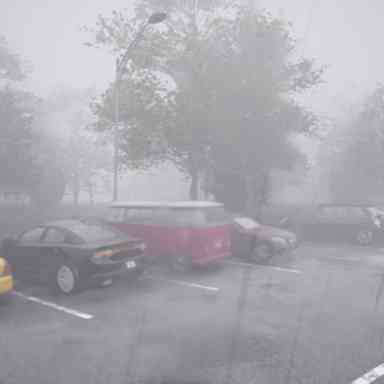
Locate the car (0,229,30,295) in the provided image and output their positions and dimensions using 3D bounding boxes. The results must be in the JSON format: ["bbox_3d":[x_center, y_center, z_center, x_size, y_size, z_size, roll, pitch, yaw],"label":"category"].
[{"bbox_3d":[-5.957,1.482,7.161,5.366,1.575,1.946,-1,-1,34],"label":"car"}]

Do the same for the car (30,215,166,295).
[{"bbox_3d":[-3.376,1.485,8.766,5.008,1.535,2.097,-1,-1,35],"label":"car"}]

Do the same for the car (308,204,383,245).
[{"bbox_3d":[6.411,1.351,15.527,4.553,1.767,2.185,-1,0,36],"label":"car"}]

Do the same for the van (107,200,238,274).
[{"bbox_3d":[-1.048,1.261,10.545,4.442,1.987,1.878,-1,0,35],"label":"van"}]

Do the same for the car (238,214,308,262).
[{"bbox_3d":[1.491,1.524,12.180,4.674,1.452,2.002,-1,-1,35],"label":"car"}]
